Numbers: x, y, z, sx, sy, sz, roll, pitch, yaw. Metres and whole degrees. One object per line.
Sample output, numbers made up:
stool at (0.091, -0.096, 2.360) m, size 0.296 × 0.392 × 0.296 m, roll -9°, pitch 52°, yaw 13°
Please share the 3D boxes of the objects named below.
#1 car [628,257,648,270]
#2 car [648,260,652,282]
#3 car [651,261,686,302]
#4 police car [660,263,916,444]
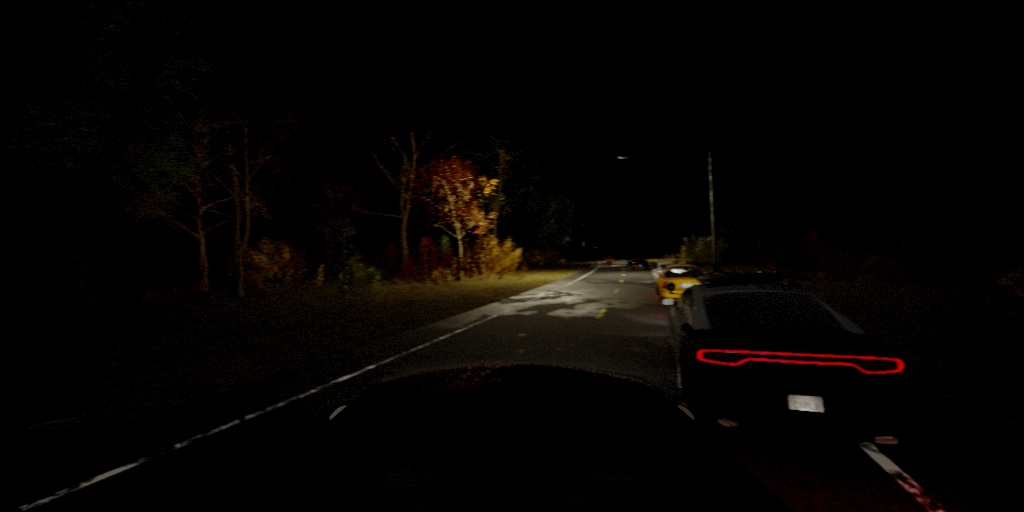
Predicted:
car at (15.023, 0.860, 42.371) m, size 1.837 × 1.490 × 4.892 m, roll -2°, pitch 0°, yaw 17°
car at (8.992, 1.007, 20.528) m, size 1.812 × 1.442 × 4.674 m, roll -3°, pitch -1°, yaw 19°
car at (7.029, 0.990, 15.023) m, size 1.801 × 1.575 × 5.366 m, roll -2°, pitch 0°, yaw 20°
police car at (3.474, 1.053, 5.532) m, size 1.930 × 1.638 × 5.238 m, roll -3°, pitch 0°, yaw 21°
